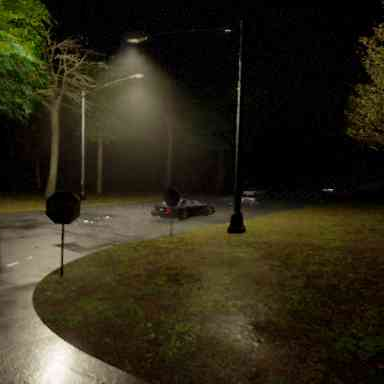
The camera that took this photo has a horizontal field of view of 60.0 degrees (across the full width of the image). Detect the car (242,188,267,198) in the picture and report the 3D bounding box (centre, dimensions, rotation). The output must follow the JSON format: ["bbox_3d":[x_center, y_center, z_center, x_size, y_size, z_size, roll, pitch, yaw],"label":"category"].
[{"bbox_3d":[9.055,0.058,48.157,1.895,1.301,4.718,4,4,35],"label":"car"}]

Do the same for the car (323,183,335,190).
[{"bbox_3d":[34.448,-1.558,83.537,2.097,1.767,4.553,4,4,36],"label":"car"}]

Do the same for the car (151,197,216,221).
[{"bbox_3d":[-0.457,1.091,22.877,2.033,1.411,5.357,4,4,36],"label":"car"}]
